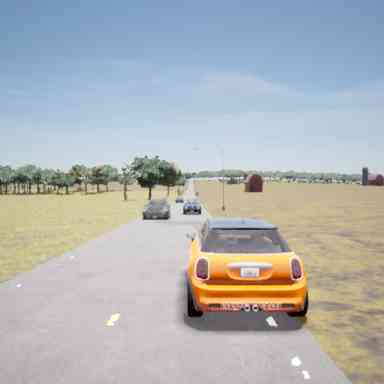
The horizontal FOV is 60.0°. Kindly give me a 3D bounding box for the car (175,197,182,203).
[{"bbox_3d":[-2.831,1.822,76.376,2.033,1.411,5.357,0,0,0],"label":"car"}]

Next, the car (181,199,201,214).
[{"bbox_3d":[0.034,1.651,35.522,1.895,1.301,4.718,0,0,0],"label":"car"}]

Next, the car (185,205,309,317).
[{"bbox_3d":[0.954,1.346,7.615,2.097,1.767,4.553,0,0,0],"label":"car"}]

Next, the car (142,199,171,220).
[{"bbox_3d":[-2.879,1.371,27.955,2.097,1.767,4.553,0,0,0],"label":"car"}]

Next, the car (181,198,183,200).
[{"bbox_3d":[-0.033,1.646,45.484,2.033,1.411,5.357,0,0,0],"label":"car"}]
